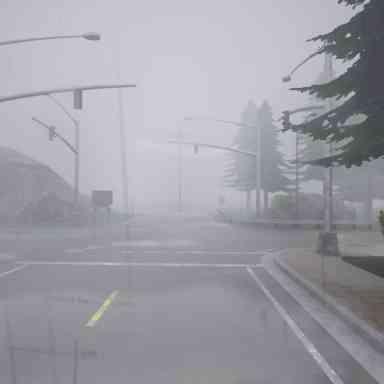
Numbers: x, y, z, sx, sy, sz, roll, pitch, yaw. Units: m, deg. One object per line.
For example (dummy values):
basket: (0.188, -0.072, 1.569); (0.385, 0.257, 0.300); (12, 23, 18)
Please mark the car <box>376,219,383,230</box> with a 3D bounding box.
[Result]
car: (14.873, 1.736, 21.239); (5.566, 2.045, 2.150); (1, -1, 0)
